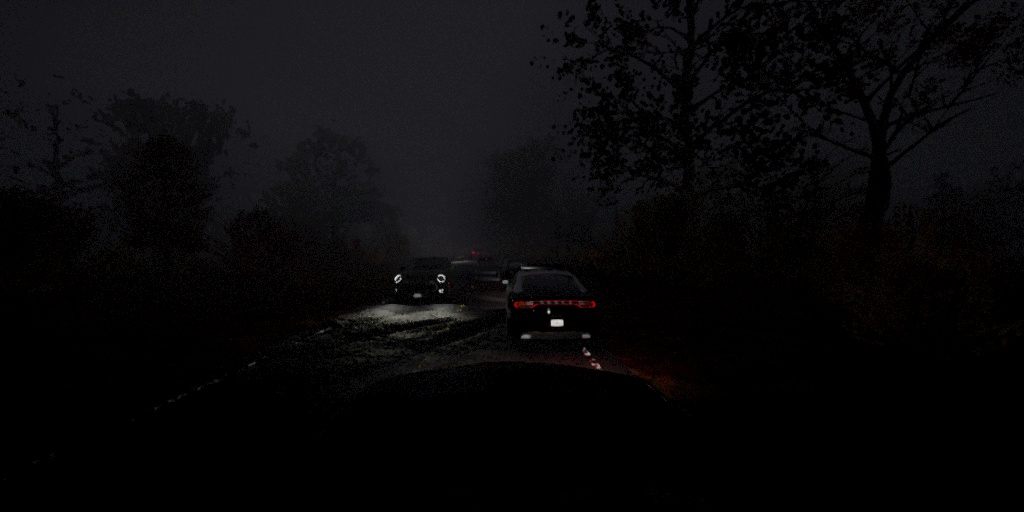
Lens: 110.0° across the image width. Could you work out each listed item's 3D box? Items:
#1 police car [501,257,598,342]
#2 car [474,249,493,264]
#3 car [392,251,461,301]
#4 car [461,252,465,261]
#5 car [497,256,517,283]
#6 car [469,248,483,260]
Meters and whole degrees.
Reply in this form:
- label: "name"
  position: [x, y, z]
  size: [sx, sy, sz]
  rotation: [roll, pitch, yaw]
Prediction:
- label: "police car"
  position: [0.774, 0.996, 9.341]
  size: [1.930, 1.638, 5.238]
  rotation: [0, 1, -2]
- label: "car"
  position: [-3.581, 0.165, 47.096]
  size: [1.882, 1.535, 5.008]
  rotation: [0, 1, -9]
- label: "car"
  position: [-3.515, 0.788, 15.140]
  size: [2.097, 1.767, 4.553]
  rotation: [0, 1, -3]
- label: "car"
  position: [-8.341, 0.004, 56.104]
  size: [1.812, 1.442, 4.674]
  rotation: [0, 1, -10]
- label: "car"
  position: [0.312, 0.864, 19.299]
  size: [1.812, 1.442, 4.674]
  rotation: [0, 1, -4]
- label: "car"
  position: [-5.994, -0.410, 60.644]
  size: [2.150, 2.045, 5.566]
  rotation: [0, 1, -12]
